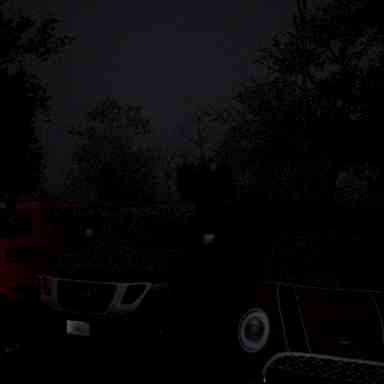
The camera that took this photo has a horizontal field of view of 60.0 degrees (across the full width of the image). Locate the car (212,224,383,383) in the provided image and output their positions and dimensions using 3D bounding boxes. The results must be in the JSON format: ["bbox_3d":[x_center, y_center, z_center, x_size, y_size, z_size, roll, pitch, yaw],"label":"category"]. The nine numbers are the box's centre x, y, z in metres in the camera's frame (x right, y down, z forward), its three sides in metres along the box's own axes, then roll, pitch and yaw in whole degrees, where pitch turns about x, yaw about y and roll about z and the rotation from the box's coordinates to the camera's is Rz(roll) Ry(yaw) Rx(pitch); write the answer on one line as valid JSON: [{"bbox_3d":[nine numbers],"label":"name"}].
[{"bbox_3d":[1.847,1.370,4.840,2.185,1.767,4.553,0,-1,15],"label":"car"}]

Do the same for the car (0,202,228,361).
[{"bbox_3d":[-0.591,1.250,6.495,2.435,2.045,5.566,0,-1,15],"label":"car"}]
